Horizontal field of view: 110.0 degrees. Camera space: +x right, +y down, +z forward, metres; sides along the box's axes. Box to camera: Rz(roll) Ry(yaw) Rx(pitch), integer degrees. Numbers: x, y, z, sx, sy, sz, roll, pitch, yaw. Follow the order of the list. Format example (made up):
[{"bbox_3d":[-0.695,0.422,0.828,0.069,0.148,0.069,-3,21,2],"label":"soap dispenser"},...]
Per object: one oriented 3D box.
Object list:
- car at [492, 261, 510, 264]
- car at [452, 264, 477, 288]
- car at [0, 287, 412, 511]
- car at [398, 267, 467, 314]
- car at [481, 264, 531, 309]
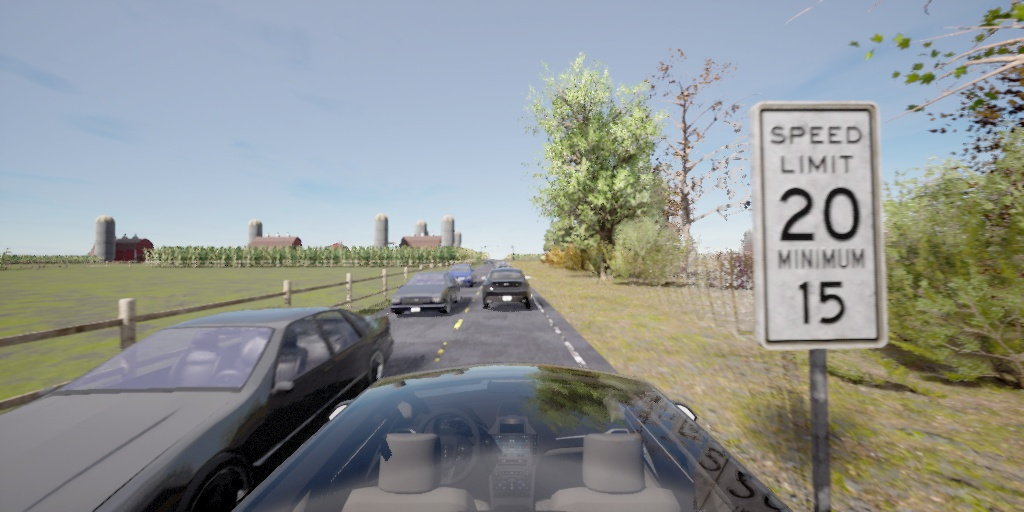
[{"bbox_3d":[-1.045,1.365,42.504,1.895,1.301,4.718,-1,0,-2],"label":"car"},{"bbox_3d":[-3.461,1.318,24.560,1.812,1.442,4.674,-1,0,-2],"label":"car"},{"bbox_3d":[-2.865,1.332,3.979,2.033,1.411,5.357,-1,0,-2],"label":"car"},{"bbox_3d":[-3.163,1.336,14.151,2.033,1.411,5.357,-1,0,-2],"label":"car"},{"bbox_3d":[-0.246,1.259,15.163,1.837,1.490,4.892,-1,0,-2],"label":"car"}]
